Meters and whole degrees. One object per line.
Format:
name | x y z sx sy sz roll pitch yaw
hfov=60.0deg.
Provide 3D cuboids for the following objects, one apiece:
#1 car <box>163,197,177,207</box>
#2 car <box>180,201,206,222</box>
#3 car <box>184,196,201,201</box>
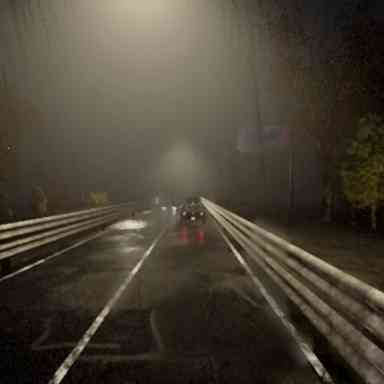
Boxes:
car | -3.315 1.474 50.597 1.837 1.490 4.892 0 -1 0
car | 0.083 1.583 25.704 1.895 1.301 4.718 0 0 0
car | 0.064 1.324 41.299 2.097 1.767 4.553 0 0 0
